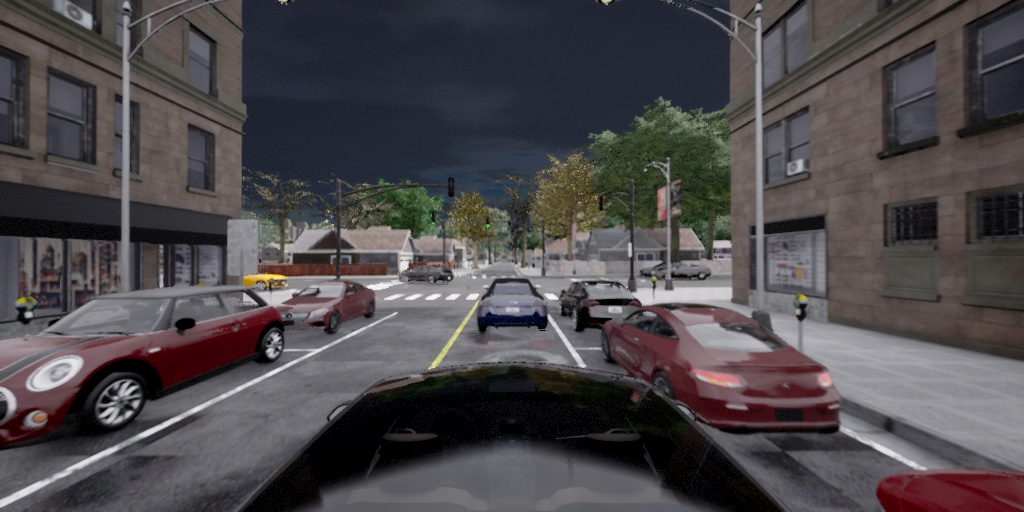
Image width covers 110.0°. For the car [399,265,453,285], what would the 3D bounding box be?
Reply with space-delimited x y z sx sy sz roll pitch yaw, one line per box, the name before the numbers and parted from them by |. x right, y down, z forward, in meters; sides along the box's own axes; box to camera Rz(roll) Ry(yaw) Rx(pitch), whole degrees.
car | -7.075 1.515 29.389 4.892 1.490 1.837 -1 -3 29

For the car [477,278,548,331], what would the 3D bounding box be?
car | -0.003 1.388 11.362 1.994 1.385 4.181 0 0 -1

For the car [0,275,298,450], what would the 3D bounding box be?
car | -5.443 1.232 5.358 1.967 1.591 4.097 0 0 0

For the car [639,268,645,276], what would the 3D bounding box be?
car | 14.628 1.365 34.028 4.892 1.490 1.837 0 0 -1

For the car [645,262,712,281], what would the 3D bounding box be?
car | 14.477 1.329 30.769 4.902 1.511 2.128 0 0 -1

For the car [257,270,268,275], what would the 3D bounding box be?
car | -17.673 1.543 23.820 5.008 1.535 1.882 -1 0 0

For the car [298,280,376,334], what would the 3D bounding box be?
car | -5.488 1.417 10.877 1.802 1.307 4.207 0 0 0

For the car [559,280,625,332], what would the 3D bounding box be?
car | 2.537 1.380 10.944 1.948 1.339 4.313 0 0 0

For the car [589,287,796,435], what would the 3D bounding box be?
car | 2.582 1.353 5.426 1.802 1.307 4.207 0 0 0
